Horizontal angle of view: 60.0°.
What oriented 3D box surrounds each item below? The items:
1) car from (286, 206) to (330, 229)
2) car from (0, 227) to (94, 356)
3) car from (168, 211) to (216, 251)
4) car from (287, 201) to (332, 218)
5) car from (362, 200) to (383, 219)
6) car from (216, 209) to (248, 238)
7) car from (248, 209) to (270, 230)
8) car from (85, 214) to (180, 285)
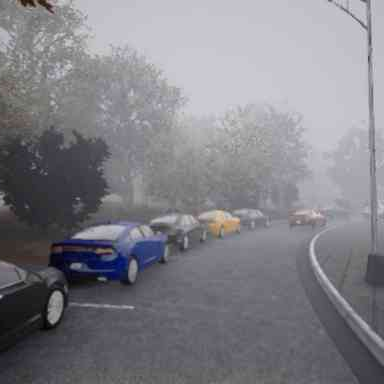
[{"bbox_3d":[8.790,1.996,25.229,1.812,1.442,4.674,-2,-2,35],"label":"car"},{"bbox_3d":[-3.287,1.499,4.129,2.231,1.521,4.892,0,0,5],"label":"car"},{"bbox_3d":[-0.684,1.721,15.366,2.231,1.521,4.892,-1,-2,18],"label":"car"},{"bbox_3d":[11.762,1.991,34.215,5.566,2.045,2.435,1,-3,-44],"label":"car"},{"bbox_3d":[21.292,1.927,37.420,5.566,2.045,2.150,1,-3,-37],"label":"car"},{"bbox_3d":[1.516,1.887,20.508,2.097,1.535,5.008,-1,-2,26],"label":"car"},{"bbox_3d":[4.387,2.033,25.477,2.231,1.521,4.892,-2,-3,34],"label":"car"},{"bbox_3d":[-2.087,1.591,9.865,2.097,1.535,5.008,0,-2,12],"label":"car"}]
